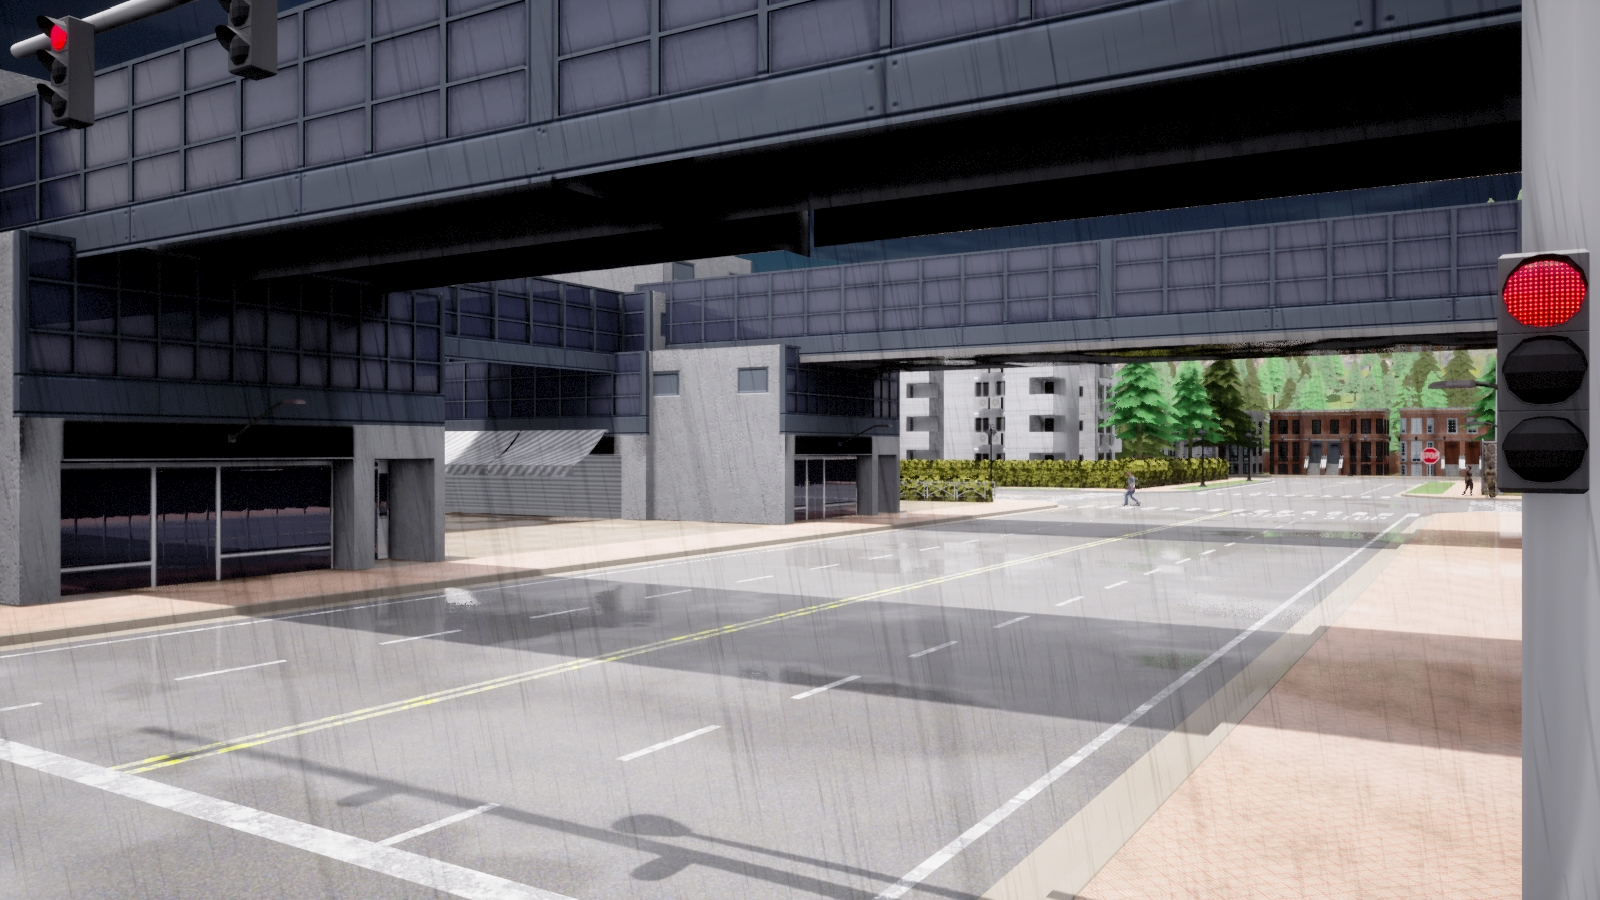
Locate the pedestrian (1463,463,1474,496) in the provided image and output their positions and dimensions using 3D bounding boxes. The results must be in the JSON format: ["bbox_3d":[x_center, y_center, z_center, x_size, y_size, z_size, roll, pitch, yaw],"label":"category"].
[{"bbox_3d":[38.052,1.698,65.024,0.375,1.860,0.375,0,0,-9],"label":"pedestrian"}]

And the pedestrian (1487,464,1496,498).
[{"bbox_3d":[38.204,1.696,63.152,0.375,1.860,0.375,0,0,21],"label":"pedestrian"}]

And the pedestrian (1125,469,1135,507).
[{"bbox_3d":[16.298,1.848,56.396,0.375,1.860,0.375,0,0,31],"label":"pedestrian"}]
